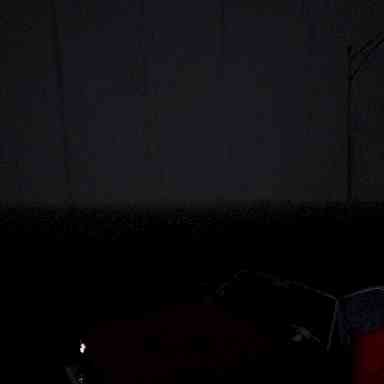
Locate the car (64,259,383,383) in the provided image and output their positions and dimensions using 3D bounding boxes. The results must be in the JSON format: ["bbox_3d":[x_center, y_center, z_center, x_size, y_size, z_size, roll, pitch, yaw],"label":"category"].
[{"bbox_3d":[1.118,1.595,3.854,4.718,1.301,1.895,0,0,-35],"label":"car"}]
